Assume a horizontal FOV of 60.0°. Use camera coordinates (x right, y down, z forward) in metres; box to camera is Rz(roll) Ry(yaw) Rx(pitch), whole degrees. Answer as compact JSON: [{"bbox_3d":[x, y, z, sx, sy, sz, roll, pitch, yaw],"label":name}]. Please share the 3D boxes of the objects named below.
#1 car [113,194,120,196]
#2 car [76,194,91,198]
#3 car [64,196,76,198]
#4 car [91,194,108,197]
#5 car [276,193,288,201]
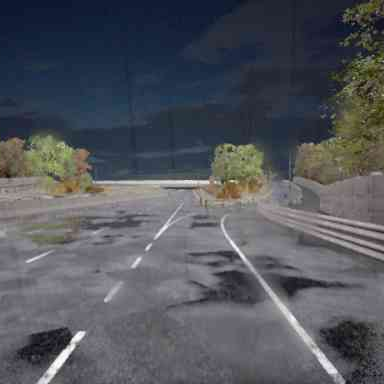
[{"bbox_3d":[-20.994,1.313,92.886,1.882,1.535,5.008,0,0,0],"label":"car"},{"bbox_3d":[-24.495,1.392,76.637,1.812,1.442,4.674,0,0,0],"label":"car"},{"bbox_3d":[-27.995,1.462,76.608,1.895,1.301,4.718,0,0,0],"label":"car"},{"bbox_3d":[-20.995,1.223,76.667,2.097,1.767,4.553,0,0,0],"label":"car"},{"bbox_3d":[22.844,1.684,85.688,2.128,1.511,4.902,0,3,20],"label":"car"}]
